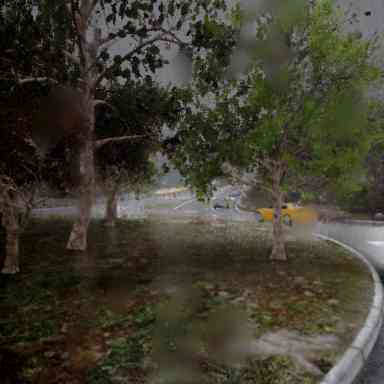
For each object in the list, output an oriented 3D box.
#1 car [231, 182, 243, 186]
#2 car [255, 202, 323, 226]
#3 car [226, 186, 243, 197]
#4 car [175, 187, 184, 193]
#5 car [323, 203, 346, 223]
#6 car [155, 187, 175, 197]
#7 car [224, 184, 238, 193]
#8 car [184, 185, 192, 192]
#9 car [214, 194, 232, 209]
[{"bbox_3d":[11.907,-1.272,85.121,1.812,1.442,4.674,0,3,19],"label":"car"},{"bbox_3d":[6.458,1.466,23.488,1.882,1.535,5.008,0,0,-26],"label":"car"},{"bbox_3d":[8.586,0.174,64.669,1.994,1.385,4.181,0,3,18],"label":"car"},{"bbox_3d":[-4.172,-0.261,74.052,1.946,1.575,5.366,0,3,19],"label":"car"},{"bbox_3d":[9.496,1.551,25.385,1.994,1.385,4.181,0,0,-36],"label":"car"},{"bbox_3d":[-5.935,0.075,68.829,1.946,1.575,5.366,0,3,19],"label":"car"},{"bbox_3d":[8.550,-0.465,75.259,2.033,1.411,5.357,0,3,19],"label":"car"},{"bbox_3d":[-2.417,-0.594,79.280,1.946,1.575,5.366,0,3,19],"label":"car"},{"bbox_3d":[3.853,1.375,43.545,1.994,1.385,4.181,0,2,6],"label":"car"}]
